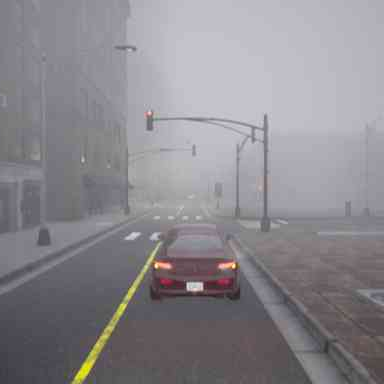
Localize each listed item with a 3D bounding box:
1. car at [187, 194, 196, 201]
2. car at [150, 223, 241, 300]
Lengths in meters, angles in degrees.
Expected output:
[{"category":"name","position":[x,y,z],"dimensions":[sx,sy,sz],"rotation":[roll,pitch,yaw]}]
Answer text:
[{"category":"car","position":[-0.076,1.289,76.159],"dimensions":[1.812,1.442,4.674],"rotation":[0,0,0]},{"category":"car","position":[0.083,1.496,8.183],"dimensions":[1.812,1.442,4.674],"rotation":[0,0,1]}]
